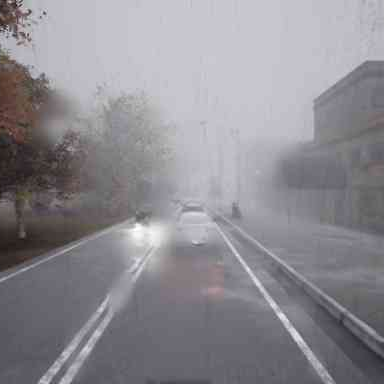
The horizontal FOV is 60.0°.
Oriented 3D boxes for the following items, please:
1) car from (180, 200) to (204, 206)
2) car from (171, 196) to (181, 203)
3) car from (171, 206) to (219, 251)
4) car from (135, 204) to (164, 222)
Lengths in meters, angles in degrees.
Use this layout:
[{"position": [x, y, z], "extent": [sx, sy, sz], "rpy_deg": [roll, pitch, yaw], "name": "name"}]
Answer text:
[{"position": [0.106, 1.556, 29.613], "extent": [1.812, 1.442, 4.674], "rpy_deg": [0, 0, 0], "name": "car"}, {"position": [-3.233, 1.587, 68.100], "extent": [2.033, 1.411, 5.357], "rpy_deg": [0, 0, 0], "name": "car"}, {"position": [0.102, 1.540, 14.120], "extent": [1.812, 1.442, 4.674], "rpy_deg": [0, 0, 0], "name": "car"}, {"position": [-3.342, 1.628, 26.794], "extent": [1.895, 1.301, 4.718], "rpy_deg": [0, 0, 0], "name": "car"}]
